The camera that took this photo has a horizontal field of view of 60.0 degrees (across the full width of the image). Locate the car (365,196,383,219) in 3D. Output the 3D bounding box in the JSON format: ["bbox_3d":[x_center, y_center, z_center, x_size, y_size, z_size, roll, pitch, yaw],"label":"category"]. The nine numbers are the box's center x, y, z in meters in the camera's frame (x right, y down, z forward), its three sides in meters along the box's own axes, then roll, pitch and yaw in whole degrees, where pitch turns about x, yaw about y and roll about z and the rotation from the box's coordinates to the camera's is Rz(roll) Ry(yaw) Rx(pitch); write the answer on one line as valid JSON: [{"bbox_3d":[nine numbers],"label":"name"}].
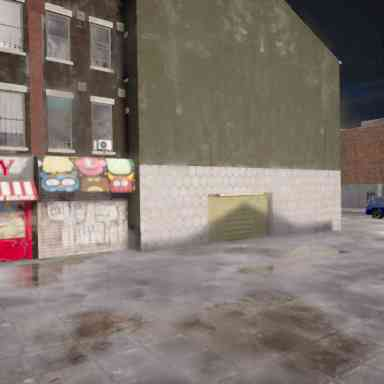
[{"bbox_3d":[17.589,1.335,27.907,2.150,2.045,5.566,-1,0,-35],"label":"car"}]
